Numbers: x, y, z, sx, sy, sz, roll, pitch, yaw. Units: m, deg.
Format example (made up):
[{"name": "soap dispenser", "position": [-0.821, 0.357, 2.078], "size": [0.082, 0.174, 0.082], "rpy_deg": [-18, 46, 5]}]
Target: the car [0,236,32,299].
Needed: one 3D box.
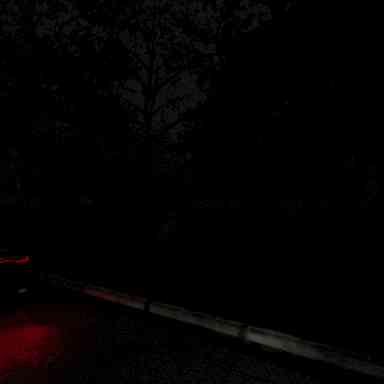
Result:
[{"name": "car", "position": [-5.563, 1.485, 7.395], "size": [5.008, 1.535, 1.882], "rpy_deg": [0, 0, 36]}]
